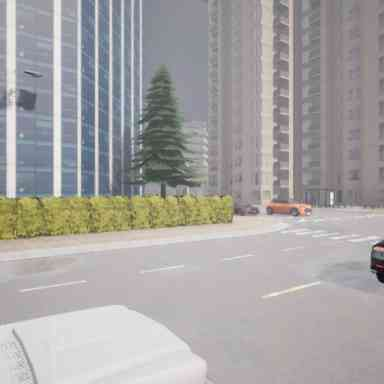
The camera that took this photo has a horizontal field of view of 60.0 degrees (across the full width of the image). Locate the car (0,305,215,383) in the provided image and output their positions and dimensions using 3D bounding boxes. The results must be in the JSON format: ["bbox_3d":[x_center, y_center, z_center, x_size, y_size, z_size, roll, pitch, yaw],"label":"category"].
[{"bbox_3d":[-2.127,1.601,2.231,4.718,1.301,1.895,0,0,-35],"label":"car"}]

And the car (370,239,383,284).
[{"bbox_3d":[6.353,1.491,8.271,4.902,1.511,2.128,0,0,-35],"label":"car"}]

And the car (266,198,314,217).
[{"bbox_3d":[9.436,1.406,32.246,2.097,1.767,4.553,0,0,-35],"label":"car"}]

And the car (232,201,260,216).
[{"bbox_3d":[4.717,1.618,32.854,1.994,1.385,4.181,0,0,-35],"label":"car"}]
